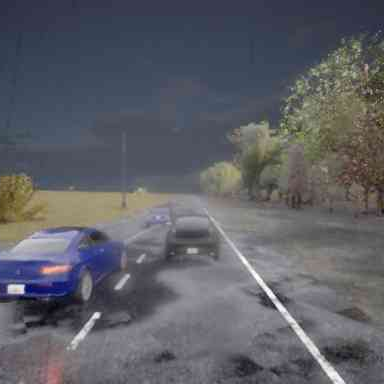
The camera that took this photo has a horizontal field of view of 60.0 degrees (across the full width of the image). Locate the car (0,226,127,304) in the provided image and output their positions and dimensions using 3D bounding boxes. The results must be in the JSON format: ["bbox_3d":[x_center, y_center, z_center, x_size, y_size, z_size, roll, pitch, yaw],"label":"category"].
[{"bbox_3d":[-2.961,1.561,8.165,1.812,1.442,4.674,0,0,4],"label":"car"}]

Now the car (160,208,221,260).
[{"bbox_3d":[0.041,1.560,12.650,1.837,1.490,4.892,0,0,1],"label":"car"}]

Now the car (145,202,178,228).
[{"bbox_3d":[-2.043,1.640,23.223,2.033,1.411,5.357,0,0,2],"label":"car"}]

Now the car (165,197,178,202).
[{"bbox_3d":[-3.564,1.580,57.602,2.097,1.767,4.553,0,0,0],"label":"car"}]
